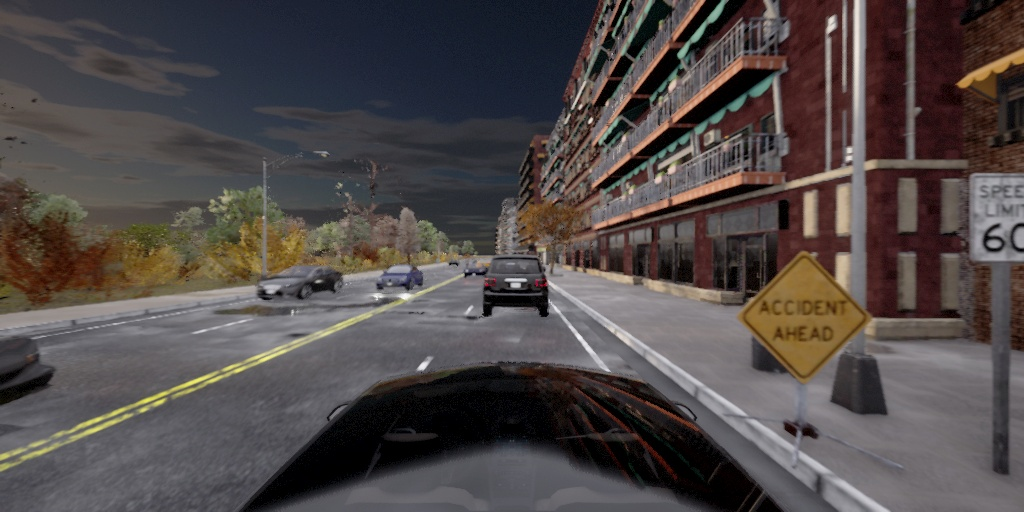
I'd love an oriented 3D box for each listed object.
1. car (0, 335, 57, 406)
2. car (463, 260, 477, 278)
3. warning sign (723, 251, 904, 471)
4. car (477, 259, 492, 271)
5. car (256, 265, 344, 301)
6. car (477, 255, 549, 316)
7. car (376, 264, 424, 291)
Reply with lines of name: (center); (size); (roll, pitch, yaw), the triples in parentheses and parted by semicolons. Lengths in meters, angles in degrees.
car: (-6.625, 1.267, 1.987); (2.033, 1.411, 5.357); (0, 0, 1)
car: (-3.338, 1.338, 33.459); (1.895, 1.301, 4.718); (0, 0, -1)
warning sign: (2.850, 0.878, 3.547); (1.300, 1.860, 1.060); (0, 0, 1)
car: (-3.728, 1.225, 49.065); (1.882, 1.535, 5.008); (0, 0, -2)
car: (-9.821, 1.197, 17.062); (2.128, 1.511, 4.902); (0, 0, 0)
car: (0.123, 0.973, 13.504); (2.150, 2.045, 5.566); (0, 0, 0)
car: (-6.589, 1.245, 21.604); (1.812, 1.442, 4.674); (0, 0, 0)
